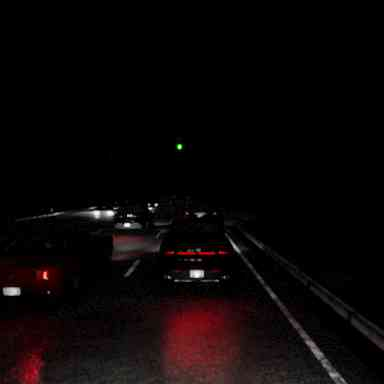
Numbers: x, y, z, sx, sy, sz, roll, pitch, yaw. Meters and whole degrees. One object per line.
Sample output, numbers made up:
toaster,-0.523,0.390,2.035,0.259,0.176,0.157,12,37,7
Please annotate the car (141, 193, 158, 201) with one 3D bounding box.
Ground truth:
car,-7.162,1.164,52.521,2.150,2.045,5.566,0,0,0

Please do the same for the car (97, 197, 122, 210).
car,-10.596,1.555,42.175,1.895,1.301,4.718,0,0,0

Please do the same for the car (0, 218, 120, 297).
car,-3.395,1.593,8.522,1.895,1.301,4.718,0,0,0

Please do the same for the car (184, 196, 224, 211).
car,0.838,1.331,20.487,2.097,1.767,4.553,0,0,10

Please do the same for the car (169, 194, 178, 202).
car,-4.018,1.436,72.365,1.812,1.442,4.674,0,0,-2

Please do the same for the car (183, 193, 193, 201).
car,-1.003,1.170,82.578,2.097,1.767,4.553,0,0,-3

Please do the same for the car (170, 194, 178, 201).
car,-4.499,1.340,82.410,1.812,1.442,4.674,0,0,-3

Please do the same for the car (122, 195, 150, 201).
car,-7.087,1.445,42.663,2.128,1.511,4.902,0,0,1

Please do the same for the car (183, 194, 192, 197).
car,-0.519,1.444,72.462,1.812,1.442,4.674,0,0,-2

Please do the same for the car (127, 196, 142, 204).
car,-10.766,1.479,62.311,2.033,1.411,5.357,0,0,-1

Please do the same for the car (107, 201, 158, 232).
car,-3.390,1.484,19.856,1.837,1.490,4.892,0,0,0

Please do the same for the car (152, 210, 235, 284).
car,0.104,1.496,9.529,1.837,1.490,4.892,0,0,0
